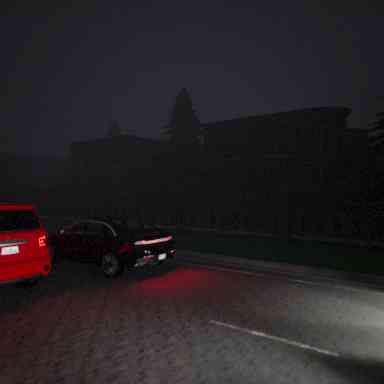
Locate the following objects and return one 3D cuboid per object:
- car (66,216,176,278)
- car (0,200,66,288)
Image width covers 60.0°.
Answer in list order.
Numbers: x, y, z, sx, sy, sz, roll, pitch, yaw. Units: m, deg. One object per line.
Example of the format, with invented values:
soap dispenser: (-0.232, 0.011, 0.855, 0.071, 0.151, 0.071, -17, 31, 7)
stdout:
car: (-2.747, 1.491, 10.199, 4.902, 1.511, 2.128, 0, 0, 36)
car: (-5.675, 1.221, 7.999, 5.566, 2.045, 2.150, 0, 0, 36)
